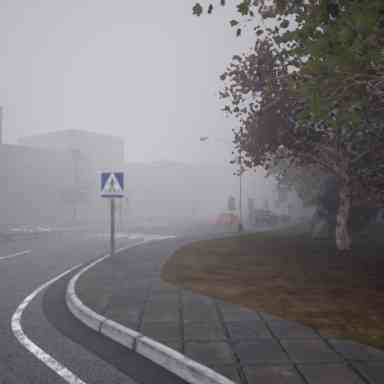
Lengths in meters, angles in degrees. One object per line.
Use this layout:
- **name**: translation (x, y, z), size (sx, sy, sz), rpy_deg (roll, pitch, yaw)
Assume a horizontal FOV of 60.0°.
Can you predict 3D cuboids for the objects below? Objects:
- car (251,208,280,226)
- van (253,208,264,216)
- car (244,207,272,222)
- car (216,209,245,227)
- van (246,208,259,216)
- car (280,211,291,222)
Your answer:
- **car**: translation (10.447, 3.635, 46.976), size (2.150, 2.045, 5.566), rpy_deg (0, -2, 26)
- **van**: translation (17.326, 5.064, 86.454), size (1.878, 1.987, 4.442), rpy_deg (0, -2, 27)
- **car**: translation (11.027, 3.918, 55.234), size (2.150, 2.045, 5.566), rpy_deg (0, -2, 27)
- **car**: translation (4.766, 3.454, 42.578), size (2.097, 1.767, 4.553), rpy_deg (0, -3, 26)
- **van**: translation (14.840, 4.869, 81.499), size (1.878, 1.987, 4.442), rpy_deg (0, -2, 27)
- **car**: translation (15.177, 4.412, 56.543), size (1.895, 1.301, 4.718), rpy_deg (0, -2, 26)
